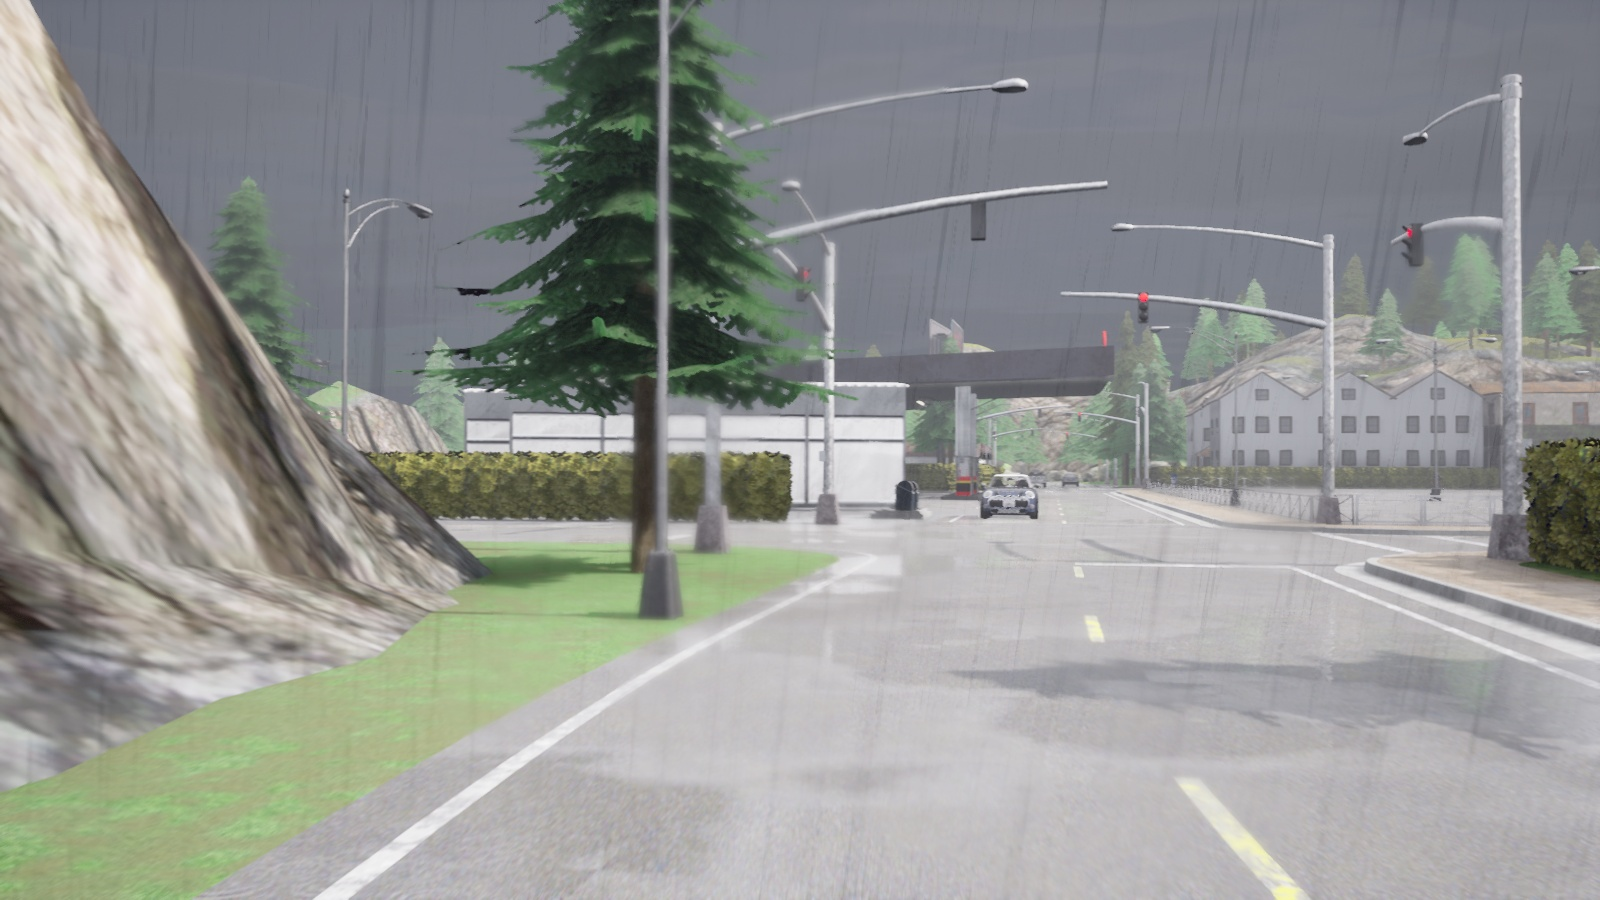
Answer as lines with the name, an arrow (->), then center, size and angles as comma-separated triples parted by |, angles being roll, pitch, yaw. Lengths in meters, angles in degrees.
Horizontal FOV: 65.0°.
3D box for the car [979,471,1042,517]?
car -> 7.132, 1.464, 42.387 | 1.970, 1.475, 3.806 | 0, -1, 11
